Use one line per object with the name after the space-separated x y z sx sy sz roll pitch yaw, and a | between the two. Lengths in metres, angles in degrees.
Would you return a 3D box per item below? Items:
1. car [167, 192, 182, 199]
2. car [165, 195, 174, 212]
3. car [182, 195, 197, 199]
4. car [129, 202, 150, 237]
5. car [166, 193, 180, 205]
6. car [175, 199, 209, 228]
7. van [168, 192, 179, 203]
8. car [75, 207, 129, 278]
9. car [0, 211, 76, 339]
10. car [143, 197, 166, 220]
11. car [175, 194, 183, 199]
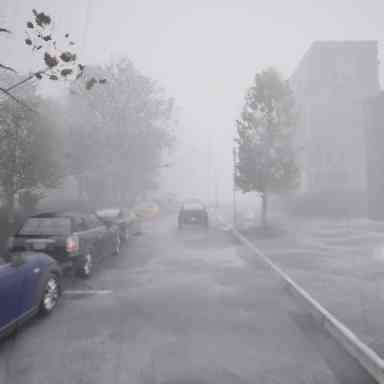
-3.667 1.090 60.499 2.435 2.045 5.566 0 0 2 | car
-3.661 1.440 38.217 2.163 1.488 4.792 0 0 2 | car
0.089 1.471 40.767 2.033 1.411 5.357 0 0 0 | car
-3.657 1.461 15.897 2.231 1.521 4.892 0 0 2 | car
-3.666 1.359 54.895 2.097 1.535 5.008 0 0 2 | car
0.081 1.446 22.228 1.882 1.535 5.008 0 0 0 | car
-3.665 1.098 66.157 1.878 1.987 4.442 0 0 2 | van
-3.657 1.343 10.301 2.185 1.767 4.553 0 0 2 | car
-3.656 1.351 4.729 2.185 1.767 4.553 0 0 2 | car
-3.652 1.435 27.231 1.946 1.575 5.366 0 0 2 | car
-3.675 1.297 93.890 2.002 1.452 4.674 0 0 2 | car
